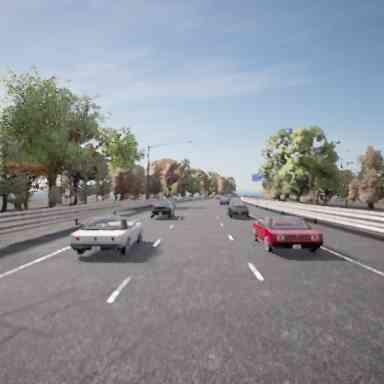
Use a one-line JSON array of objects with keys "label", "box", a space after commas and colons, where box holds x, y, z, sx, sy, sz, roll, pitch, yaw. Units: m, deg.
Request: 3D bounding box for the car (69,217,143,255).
[{"label": "car", "box": [-3.251, 1.654, 13.627, 1.895, 1.301, 4.718, 0, 0, 1]}]

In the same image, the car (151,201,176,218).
[{"label": "car", "box": [-2.691, 1.640, 31.599, 1.837, 1.490, 4.892, 0, 0, 2]}]

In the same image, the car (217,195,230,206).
[{"label": "car", "box": [6.162, 1.824, 62.978, 2.163, 1.488, 4.792, 0, 0, 5]}]

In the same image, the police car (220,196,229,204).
[{"label": "police car", "box": [7.146, 1.810, 73.891, 1.930, 1.638, 5.238, 0, 0, 6]}]

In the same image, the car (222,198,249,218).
[{"label": "car", "box": [4.322, 1.632, 31.756, 2.128, 1.511, 4.902, 0, 0, 2]}]

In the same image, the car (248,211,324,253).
[{"label": "car", "box": [3.762, 1.660, 13.987, 1.895, 1.301, 4.718, 0, 0, 1]}]

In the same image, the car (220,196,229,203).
[{"label": "car", "box": [8.263, 1.884, 84.601, 2.033, 1.649, 4.856, 0, 0, 6]}]
